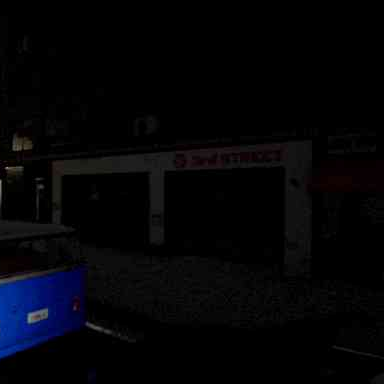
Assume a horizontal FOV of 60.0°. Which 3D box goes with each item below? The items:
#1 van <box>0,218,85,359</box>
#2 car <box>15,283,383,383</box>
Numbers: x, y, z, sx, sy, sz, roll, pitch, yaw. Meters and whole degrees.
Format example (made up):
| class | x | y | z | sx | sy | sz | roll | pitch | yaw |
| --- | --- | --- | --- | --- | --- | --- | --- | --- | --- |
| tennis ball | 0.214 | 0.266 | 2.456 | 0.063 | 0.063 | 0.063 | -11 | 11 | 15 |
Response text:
| class | x | y | z | sx | sy | sz | roll | pitch | yaw |
| --- | --- | --- | --- | --- | --- | --- | --- | --- | --- |
| van | -3.434 | 1.307 | 5.254 | 3.998 | 1.788 | 1.690 | 0 | 0 | 35 |
| car | 1.053 | 1.549 | 2.058 | 4.403 | 1.369 | 2.008 | 0 | 0 | 35 |
